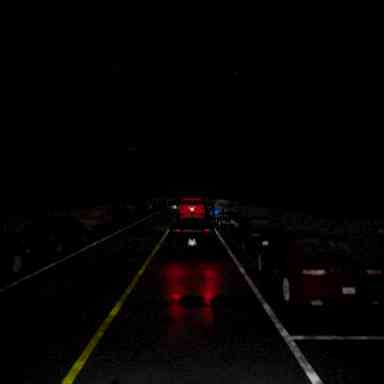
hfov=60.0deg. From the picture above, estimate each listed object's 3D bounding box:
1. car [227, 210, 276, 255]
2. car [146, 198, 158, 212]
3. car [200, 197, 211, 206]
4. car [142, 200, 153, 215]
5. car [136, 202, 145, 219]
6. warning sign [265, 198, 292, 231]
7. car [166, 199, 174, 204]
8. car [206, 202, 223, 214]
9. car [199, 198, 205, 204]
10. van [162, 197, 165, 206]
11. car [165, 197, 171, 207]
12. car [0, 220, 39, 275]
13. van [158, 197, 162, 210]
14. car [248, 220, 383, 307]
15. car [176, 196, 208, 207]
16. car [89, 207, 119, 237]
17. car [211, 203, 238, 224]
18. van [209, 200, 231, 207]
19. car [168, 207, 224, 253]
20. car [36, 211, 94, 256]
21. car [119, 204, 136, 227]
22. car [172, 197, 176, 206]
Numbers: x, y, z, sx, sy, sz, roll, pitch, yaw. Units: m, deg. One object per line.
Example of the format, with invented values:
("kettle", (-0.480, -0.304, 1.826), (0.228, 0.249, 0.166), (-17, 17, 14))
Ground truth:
("car", (2.764, 1.675, 13.726), (1.887, 1.381, 4.507), (0, -1, 0))
("car", (-5.757, 1.850, 41.893), (1.967, 1.590, 4.097), (0, -1, 0))
("car", (2.773, 2.023, 70.087), (2.192, 1.841, 5.009), (0, -1, 0))
("car", (-5.757, 1.918, 36.255), (1.947, 1.339, 4.313), (0, -1, 0))
("car", (-5.758, 1.878, 30.619), (1.802, 1.307, 4.206), (0, -1, 0))
("warning sign", (5.073, 1.302, 19.584), (1.300, 1.860, 1.060), (0, 0, 0))
("car", (-5.748, 2.439, 86.981), (1.887, 1.381, 4.507), (0, -1, 0))
("car", (2.769, 1.993, 41.906), (1.802, 1.307, 4.206), (0, -1, 0))
("car", (2.778, 2.486, 92.799), (1.752, 1.417, 4.829), (0, -1, 0))
("van", (-5.755, 1.869, 53.166), (1.690, 1.788, 3.998), (0, -1, 0))
("car", (-5.753, 1.962, 64.438), (2.192, 1.841, 5.009), (0, -1, 0))
("car", (-5.762, 1.621, 8.074), (1.887, 1.381, 4.507), (0, -1, 0))
("van", (-5.756, 1.810, 47.530), (1.690, 1.788, 3.998), (0, -1, 0))
("car", (2.763, 1.622, 8.090), (1.887, 1.381, 4.507), (0, -1, 0))
("car", (0.007, 1.497, 29.026), (2.150, 2.045, 5.566), (0, 0, 0))
("car", (-5.760, 1.708, 19.176), (1.752, 1.417, 4.829), (0, -1, 0))
("car", (2.766, 1.791, 24.998), (2.008, 1.369, 4.403), (0, -1, 0))
("van", (2.766, 1.637, 30.636), (1.690, 1.788, 3.998), (0, -1, 0))
("car", (0.007, 1.629, 14.302), (2.128, 1.511, 4.902), (0, 0, 0))
("car", (-5.761, 1.696, 13.710), (1.947, 1.339, 4.313), (0, -1, 0))
("car", (-5.759, 1.806, 24.982), (1.947, 1.339, 4.313), (0, -1, 0))
("car", (-2.986, 2.225, 71.789), (1.837, 1.490, 4.892), (0, -1, 0))
